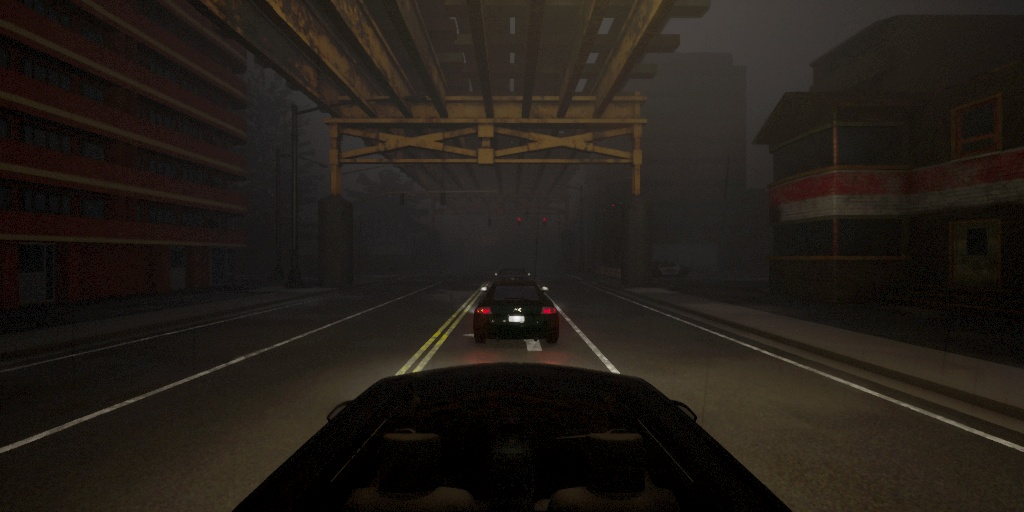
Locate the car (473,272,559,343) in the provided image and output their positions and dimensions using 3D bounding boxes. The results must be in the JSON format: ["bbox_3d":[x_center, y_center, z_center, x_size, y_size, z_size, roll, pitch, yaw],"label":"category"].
[{"bbox_3d":[0.076,1.311,9.666,1.994,1.385,4.181,0,0,-1],"label":"car"}]

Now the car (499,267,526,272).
[{"bbox_3d":[0.032,1.280,19.616,2.033,1.411,5.357,0,0,0],"label":"car"}]
